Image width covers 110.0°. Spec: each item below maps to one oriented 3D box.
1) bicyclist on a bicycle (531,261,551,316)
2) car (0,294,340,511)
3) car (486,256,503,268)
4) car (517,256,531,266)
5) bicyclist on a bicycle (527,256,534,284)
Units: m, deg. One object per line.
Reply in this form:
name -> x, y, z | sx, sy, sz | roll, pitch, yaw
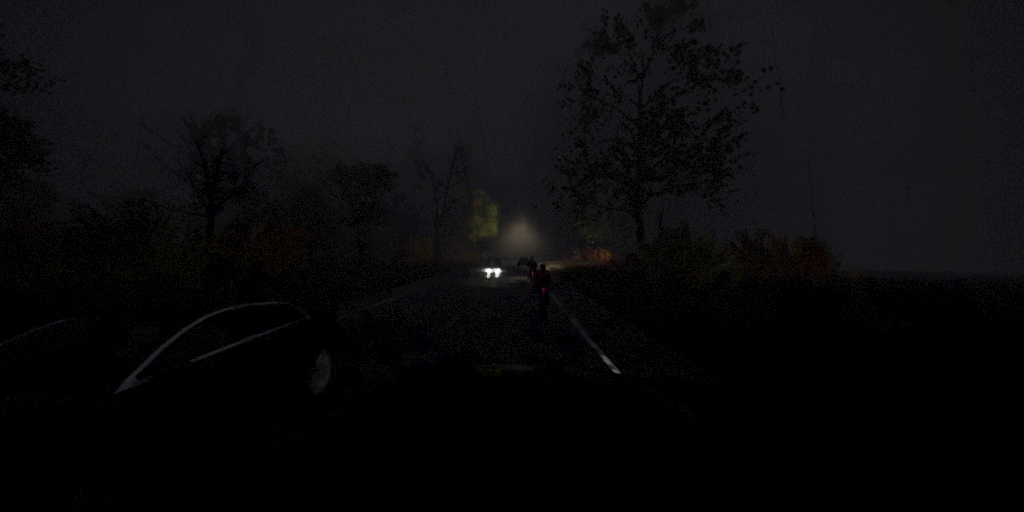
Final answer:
bicyclist on a bicycle -> 1.037, 1.082, 11.855 | 0.582, 1.620, 1.656 | 0, 0, 1
car -> -3.578, 1.214, 3.584 | 2.128, 1.511, 4.902 | 0, 1, 0
car -> -2.263, 0.772, 46.673 | 2.128, 1.511, 4.902 | 0, 0, 4
car -> 1.871, 0.791, 54.308 | 1.994, 1.385, 4.181 | 0, 0, 4
bicyclist on a bicycle -> 1.239, 0.891, 21.970 | 0.659, 1.776, 1.843 | 0, 1, 2
